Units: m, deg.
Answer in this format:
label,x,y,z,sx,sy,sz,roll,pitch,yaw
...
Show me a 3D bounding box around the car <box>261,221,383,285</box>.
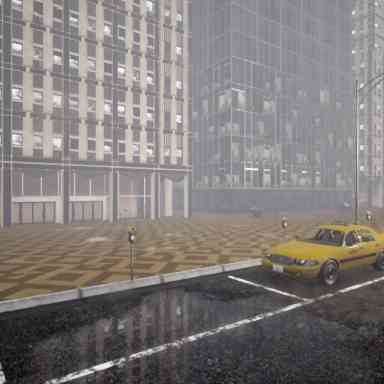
label,x,y,z,sx,sy,sz,roll,pitch,yaw
car,4.037,1.526,9.454,4.829,1.417,1.752,0,0,-36
